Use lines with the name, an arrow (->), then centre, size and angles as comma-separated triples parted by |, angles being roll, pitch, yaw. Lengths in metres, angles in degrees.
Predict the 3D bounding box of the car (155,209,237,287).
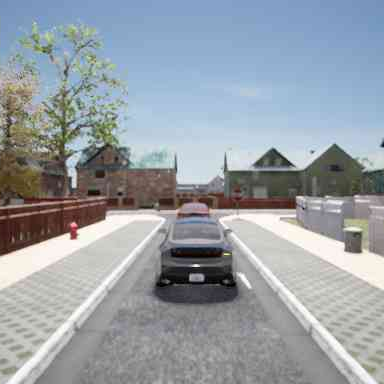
car -> 0.099, 1.451, 9.111 | 1.837, 1.490, 4.892 | 0, 1, 0

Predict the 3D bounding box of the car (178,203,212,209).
car -> 0.149, 1.363, 19.059 | 1.882, 1.535, 5.008 | 0, 0, 2
